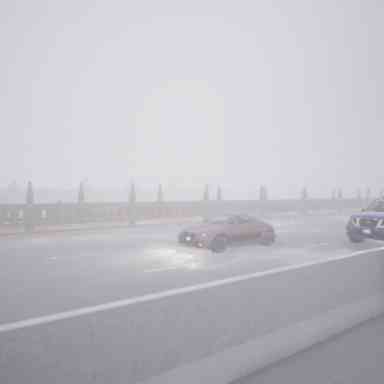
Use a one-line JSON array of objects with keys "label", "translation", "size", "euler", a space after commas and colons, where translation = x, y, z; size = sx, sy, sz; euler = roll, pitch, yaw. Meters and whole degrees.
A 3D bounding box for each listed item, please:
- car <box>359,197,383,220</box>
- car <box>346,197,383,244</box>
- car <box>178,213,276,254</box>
[{"label": "car", "translation": [16.638, 1.375, 28.749], "size": [4.553, 1.767, 2.097], "euler": [0, 0, -35]}, {"label": "car", "translation": [9.215, 1.228, 14.865], "size": [5.566, 2.045, 2.150], "euler": [0, 0, -35]}, {"label": "car", "translation": [1.492, 1.564, 13.654], "size": [4.181, 1.385, 1.994], "euler": [0, 0, -35]}]
